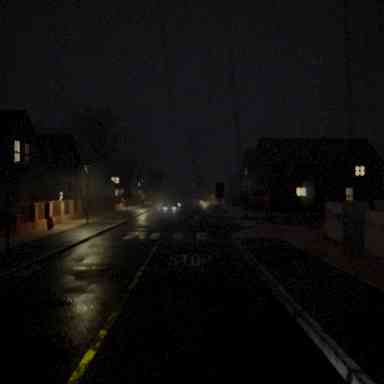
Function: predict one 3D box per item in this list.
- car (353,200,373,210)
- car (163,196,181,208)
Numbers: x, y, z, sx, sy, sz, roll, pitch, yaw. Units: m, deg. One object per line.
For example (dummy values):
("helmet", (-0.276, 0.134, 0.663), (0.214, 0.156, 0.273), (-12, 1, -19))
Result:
("car", (11.260, 1.279, 21.370), (4.902, 1.511, 2.128), (-1, 0, 0))
("car", (-3.113, 1.464, 47.971), (2.033, 1.411, 5.357), (0, 0, 0))
